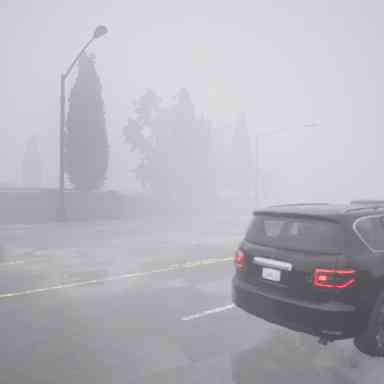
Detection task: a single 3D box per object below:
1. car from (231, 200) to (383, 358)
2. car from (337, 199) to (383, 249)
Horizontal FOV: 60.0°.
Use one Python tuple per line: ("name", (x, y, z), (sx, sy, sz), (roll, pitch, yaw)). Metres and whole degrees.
("car", (3.196, 1.247, 6.306), (5.566, 2.045, 2.150), (0, 0, -39))
("car", (9.463, 1.420, 16.551), (5.566, 2.045, 2.150), (2, -1, -44))
